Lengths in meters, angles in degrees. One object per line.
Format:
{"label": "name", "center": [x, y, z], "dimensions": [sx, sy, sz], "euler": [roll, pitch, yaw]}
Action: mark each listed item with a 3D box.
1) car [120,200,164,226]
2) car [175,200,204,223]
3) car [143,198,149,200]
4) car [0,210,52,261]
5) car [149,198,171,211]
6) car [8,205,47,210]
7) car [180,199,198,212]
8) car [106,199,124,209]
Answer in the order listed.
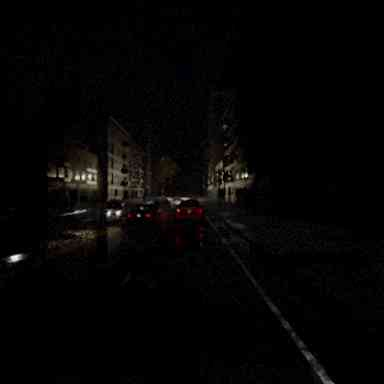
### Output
{"label": "car", "center": [-3.425, 1.565, 23.882], "dimensions": [2.033, 1.411, 5.357], "euler": [0, 0, 0]}
{"label": "car", "center": [-0.194, 1.352, 25.322], "dimensions": [2.097, 1.767, 4.553], "euler": [0, 0, 0]}
{"label": "car", "center": [-7.087, 1.627, 53.057], "dimensions": [1.895, 1.301, 4.718], "euler": [0, 0, 0]}
{"label": "car", "center": [-6.699, 1.585, 11.383], "dimensions": [2.033, 1.411, 5.357], "euler": [0, 0, -1]}
{"label": "car", "center": [-3.601, 1.503, 40.540], "dimensions": [2.128, 1.511, 4.902], "euler": [0, 0, 0]}
{"label": "car", "center": [-10.000, 1.560, 19.779], "dimensions": [1.837, 1.490, 4.892], "euler": [0, 0, 0]}
{"label": "car", "center": [-0.345, 1.595, 39.530], "dimensions": [1.895, 1.301, 4.718], "euler": [0, 0, 0]}
{"label": "car", "center": [-10.299, 1.608, 45.167], "dimensions": [1.994, 1.385, 4.181], "euler": [0, 0, 0]}
